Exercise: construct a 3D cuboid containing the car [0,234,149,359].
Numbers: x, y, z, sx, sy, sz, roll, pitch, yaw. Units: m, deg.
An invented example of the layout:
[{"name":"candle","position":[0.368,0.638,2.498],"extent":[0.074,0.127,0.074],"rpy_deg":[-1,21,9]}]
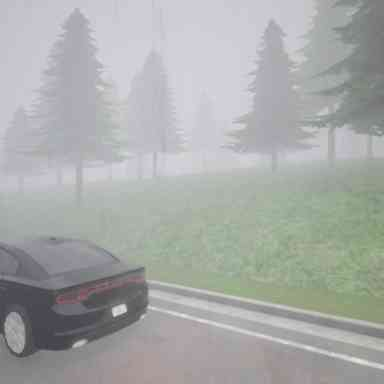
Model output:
[{"name":"car","position":[-3.044,1.534,6.156],"extent":[5.008,1.535,1.882],"rpy_deg":[0,0,35]}]
